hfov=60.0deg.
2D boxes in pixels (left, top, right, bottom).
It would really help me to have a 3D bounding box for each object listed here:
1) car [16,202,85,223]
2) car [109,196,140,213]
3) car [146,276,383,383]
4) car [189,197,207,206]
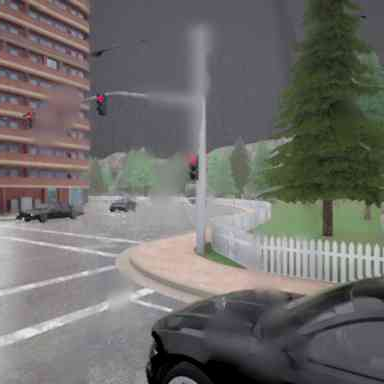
[{"bbox_3d":[-10.688,1.496,25.632,2.033,1.411,5.357,0,0,24],"label":"car"},{"bbox_3d":[-7.633,1.497,37.226,2.033,1.411,5.357,0,0,5],"label":"car"},{"bbox_3d":[1.816,1.478,2.694,5.008,1.535,1.882,0,0,36],"label":"car"},{"bbox_3d":[0.982,1.455,53.377,1.837,1.490,4.892,1,0,-16],"label":"car"}]
